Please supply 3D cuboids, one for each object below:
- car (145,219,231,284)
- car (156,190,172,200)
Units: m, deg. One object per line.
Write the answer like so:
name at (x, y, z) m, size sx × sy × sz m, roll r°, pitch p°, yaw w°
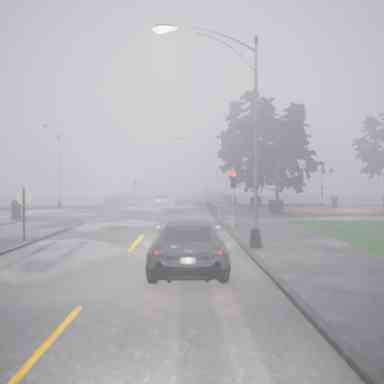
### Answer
car at (-0.105, 1.412, 9.171) m, size 1.994 × 1.385 × 4.181 m, roll 0°, pitch 1°, yaw -1°
car at (-5.081, 0.618, 57.888) m, size 1.994 × 1.385 × 4.181 m, roll 0°, pitch 1°, yaw -1°
